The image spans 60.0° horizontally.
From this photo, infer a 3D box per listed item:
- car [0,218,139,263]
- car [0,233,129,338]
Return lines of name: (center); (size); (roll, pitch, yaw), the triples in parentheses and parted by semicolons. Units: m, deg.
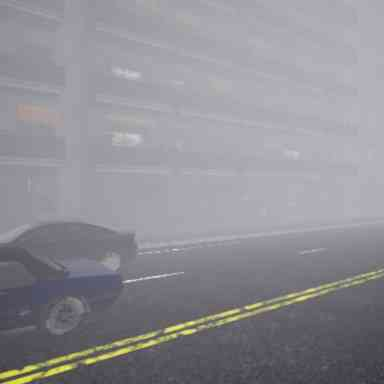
car: (-3.891, 1.484, 8.896); (5.008, 1.535, 1.882); (0, 0, -36)
car: (-3.593, 1.600, 5.113); (4.718, 1.301, 1.895); (0, 0, -36)
